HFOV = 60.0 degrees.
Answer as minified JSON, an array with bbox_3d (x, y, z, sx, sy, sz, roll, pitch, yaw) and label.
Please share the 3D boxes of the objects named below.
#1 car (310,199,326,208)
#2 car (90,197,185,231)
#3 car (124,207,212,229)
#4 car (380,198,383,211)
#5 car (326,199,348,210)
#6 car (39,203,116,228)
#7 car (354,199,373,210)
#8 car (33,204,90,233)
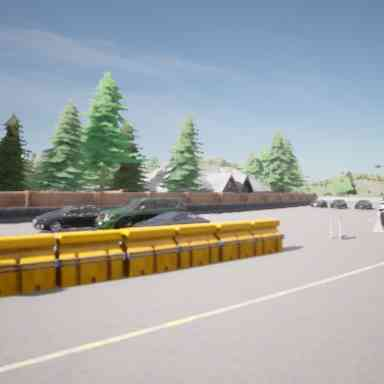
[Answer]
[{"bbox_3d":[21.104,1.900,55.079,2.128,1.511,4.902,0,0,36],"label":"car"},{"bbox_3d":[-2.757,1.338,19.560,5.566,2.045,2.150,1,0,-39],"label":"car"},{"bbox_3d":[-0.910,1.666,16.610,4.181,1.385,1.994,0,0,-39],"label":"car"},{"bbox_3d":[27.747,1.592,46.337,2.150,2.045,5.566,0,0,37],"label":"car"},{"bbox_3d":[22.666,1.892,51.273,1.837,1.490,4.892,0,0,37],"label":"car"},{"bbox_3d":[-8.244,1.620,24.169,4.902,1.511,2.128,0,0,-38],"label":"car"},{"bbox_3d":[25.311,1.886,48.975,1.837,1.490,4.892,0,0,37],"label":"car"},{"bbox_3d":[-7.147,1.615,20.589,4.892,1.490,1.837,1,-1,-38],"label":"car"}]
